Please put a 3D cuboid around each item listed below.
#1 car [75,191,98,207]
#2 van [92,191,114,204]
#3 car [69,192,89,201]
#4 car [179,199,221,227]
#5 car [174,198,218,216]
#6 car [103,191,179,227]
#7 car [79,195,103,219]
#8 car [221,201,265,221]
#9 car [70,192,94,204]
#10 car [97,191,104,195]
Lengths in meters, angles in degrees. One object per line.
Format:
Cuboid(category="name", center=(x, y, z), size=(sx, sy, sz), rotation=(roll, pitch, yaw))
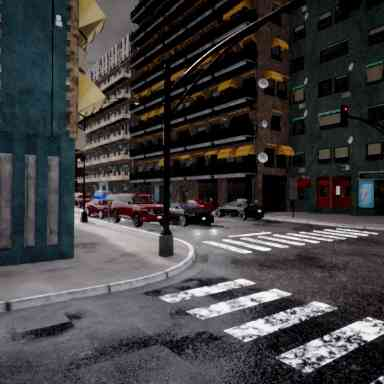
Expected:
Cuboid(category="car", center=(-12.085, 0.948, 36.906), size=(1.882, 1.535, 5.008), rotation=(1, 0, -36))
Cuboid(category="van", center=(-12.769, 0.727, 47.735), size=(1.690, 1.788, 3.998), rotation=(2, 0, -36))
Cuboid(category="car", center=(-19.304, 0.769, 56.760), size=(1.887, 1.381, 4.507), rotation=(2, 0, -36))
Cuboid(category="car", center=(-0.473, 1.321, 20.833), size=(1.994, 1.385, 4.181), rotation=(1, 0, -36))
Cuboid(category="car", center=(0.287, 1.289, 29.681), size=(1.802, 1.307, 4.206), rotation=(2, 0, -36))
Cuboid(category="car", center=(-3.252, 1.034, 20.288), size=(2.192, 1.841, 5.009), rotation=(2, 0, -36))
Cuboid(category="car", center=(-6.524, 1.183, 24.801), size=(1.887, 1.381, 4.507), rotation=(2, 0, -36))
Cuboid(category="car", center=(3.553, 1.353, 25.168), size=(1.947, 1.339, 4.313), rotation=(2, 0, -36))
Cuboid(category="car", center=(-15.652, 0.823, 47.192), size=(1.882, 1.535, 5.008), rotation=(1, 0, -36))
Cuboid(category="car", center=(-6.054, 0.971, 28.557), size=(2.097, 1.767, 4.553), rotation=(1, 0, -36))
